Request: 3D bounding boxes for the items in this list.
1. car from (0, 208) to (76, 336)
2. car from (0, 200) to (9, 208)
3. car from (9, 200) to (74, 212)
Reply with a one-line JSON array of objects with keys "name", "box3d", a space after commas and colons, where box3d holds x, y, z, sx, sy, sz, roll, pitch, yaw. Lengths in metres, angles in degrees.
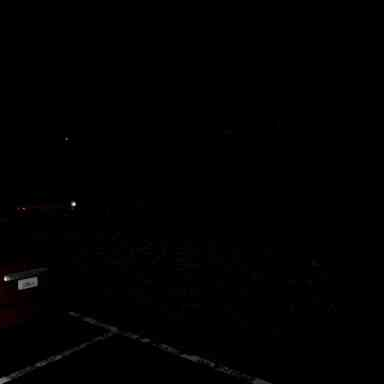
[{"name": "car", "box3d": [-4.142, 1.317, 5.907, 5.009, 1.841, 2.192, 0, -1, 36]}, {"name": "car", "box3d": [-18.239, 1.503, 29.766, 2.097, 1.767, 4.553, -1, -1, 37]}, {"name": "car", "box3d": [-13.706, 1.498, 30.503, 2.097, 1.767, 4.553, -1, -1, 37]}]
